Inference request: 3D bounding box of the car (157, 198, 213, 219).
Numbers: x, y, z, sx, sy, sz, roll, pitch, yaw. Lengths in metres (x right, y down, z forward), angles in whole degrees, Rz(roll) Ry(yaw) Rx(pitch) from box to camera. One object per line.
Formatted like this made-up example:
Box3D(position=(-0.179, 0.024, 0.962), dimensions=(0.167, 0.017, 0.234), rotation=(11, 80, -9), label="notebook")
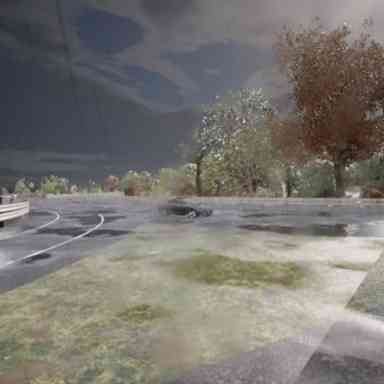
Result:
Box3D(position=(-0.618, 1.238, 26.683), dimensions=(4.892, 1.490, 1.837), rotation=(0, 2, 38), label="car")
